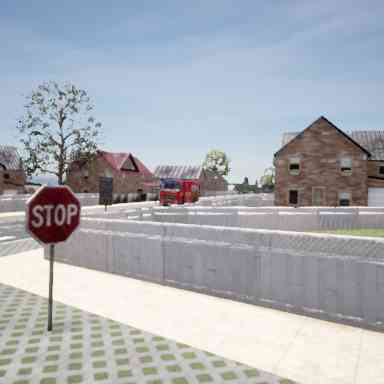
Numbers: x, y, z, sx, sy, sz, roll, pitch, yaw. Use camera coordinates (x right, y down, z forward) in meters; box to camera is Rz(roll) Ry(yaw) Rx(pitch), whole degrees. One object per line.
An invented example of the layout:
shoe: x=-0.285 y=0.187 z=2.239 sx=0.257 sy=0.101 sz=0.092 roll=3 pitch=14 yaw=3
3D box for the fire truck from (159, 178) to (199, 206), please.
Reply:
fire truck: x=-1.636 y=-0.022 z=47.007 sx=2.891 sy=3.827 sz=8.468 roll=2 pitch=1 yaw=19
